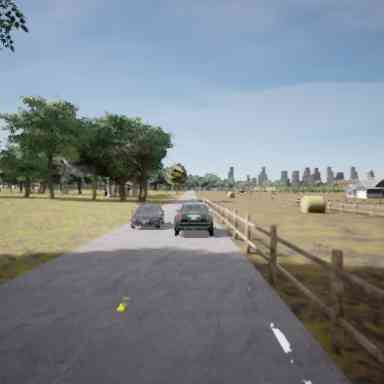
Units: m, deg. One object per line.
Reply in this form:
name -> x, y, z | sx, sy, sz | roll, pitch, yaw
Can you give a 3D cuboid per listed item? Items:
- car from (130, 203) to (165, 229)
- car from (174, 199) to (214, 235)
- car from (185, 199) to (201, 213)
car -> -2.841, 1.541, 21.976 | 1.837, 1.490, 4.892 | 0, 0, 0
car -> 0.101, 1.382, 19.236 | 2.097, 1.767, 4.553 | 0, 0, 0
car -> 0.101, 1.577, 39.257 | 1.837, 1.490, 4.892 | 0, 0, 0
